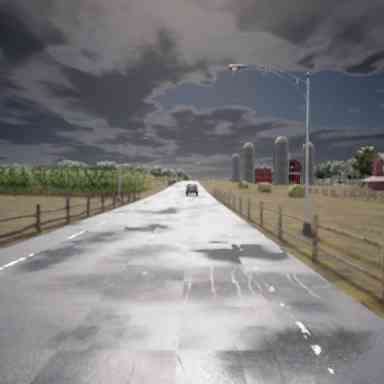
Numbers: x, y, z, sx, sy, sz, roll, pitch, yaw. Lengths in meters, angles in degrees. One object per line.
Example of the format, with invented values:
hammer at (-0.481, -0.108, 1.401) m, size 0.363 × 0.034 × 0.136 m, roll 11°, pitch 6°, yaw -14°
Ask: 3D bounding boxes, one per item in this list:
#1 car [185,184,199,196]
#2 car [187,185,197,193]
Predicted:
car at (-0.016, -0.430, 58.306) m, size 2.150 × 2.045 × 5.566 m, roll 0°, pitch 2°, yaw 0°
car at (-0.019, -0.716, 68.939) m, size 1.837 × 1.490 × 4.892 m, roll 0°, pitch 3°, yaw 0°
